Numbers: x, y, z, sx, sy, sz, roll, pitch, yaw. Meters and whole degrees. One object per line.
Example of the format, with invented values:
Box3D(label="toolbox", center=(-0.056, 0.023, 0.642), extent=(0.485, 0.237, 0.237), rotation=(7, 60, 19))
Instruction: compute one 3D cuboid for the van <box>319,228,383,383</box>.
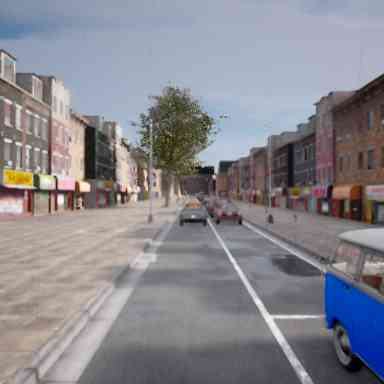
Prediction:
Box3D(label="van", center=(2.645, 1.360, 3.145), extent=(1.690, 1.788, 3.998), rotation=(0, 0, 0))

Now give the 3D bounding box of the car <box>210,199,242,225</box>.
Box3D(label="car", center=(2.645, 1.556, 25.312), extent=(1.967, 1.590, 4.097), rotation=(1, 0, 0))

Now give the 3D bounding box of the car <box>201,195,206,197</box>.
Box3D(label="car", center=(2.643, 1.743, 58.560), extent=(2.008, 1.369, 4.403), rotation=(1, 0, 0))

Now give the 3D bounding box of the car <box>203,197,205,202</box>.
Box3D(label="car", center=(2.644, 1.687, 42.105), extent=(1.752, 1.417, 4.829), rotation=(1, 0, 0))

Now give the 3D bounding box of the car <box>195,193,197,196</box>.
Box3D(label="car", center=(2.644, 1.535, 86.265), extent=(2.192, 1.841, 5.009), rotation=(1, 0, 0))

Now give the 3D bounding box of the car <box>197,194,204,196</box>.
Box3D(label="car", center=(2.645, 1.519, 69.642), extent=(2.192, 1.841, 5.009), rotation=(1, 0, 0))

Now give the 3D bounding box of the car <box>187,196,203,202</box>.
Box3D(label="car", center=(0.097, 1.638, 41.436), extent=(1.882, 1.535, 5.008), rotation=(0, 0, 0))

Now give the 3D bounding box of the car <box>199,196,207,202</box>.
Box3D(label="car", center=(2.642, 1.780, 80.724), extent=(1.947, 1.339, 4.313), rotation=(1, 0, 0))

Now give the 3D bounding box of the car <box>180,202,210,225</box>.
Box3D(label="car", center=(0.097, 1.679, 25.024), extent=(1.994, 1.385, 4.181), rotation=(0, 0, 0))

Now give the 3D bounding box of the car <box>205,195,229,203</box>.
Box3D(label="car", center=(2.646, 1.448, 30.853), extent=(2.192, 1.841, 5.009), rotation=(1, 0, 0))
